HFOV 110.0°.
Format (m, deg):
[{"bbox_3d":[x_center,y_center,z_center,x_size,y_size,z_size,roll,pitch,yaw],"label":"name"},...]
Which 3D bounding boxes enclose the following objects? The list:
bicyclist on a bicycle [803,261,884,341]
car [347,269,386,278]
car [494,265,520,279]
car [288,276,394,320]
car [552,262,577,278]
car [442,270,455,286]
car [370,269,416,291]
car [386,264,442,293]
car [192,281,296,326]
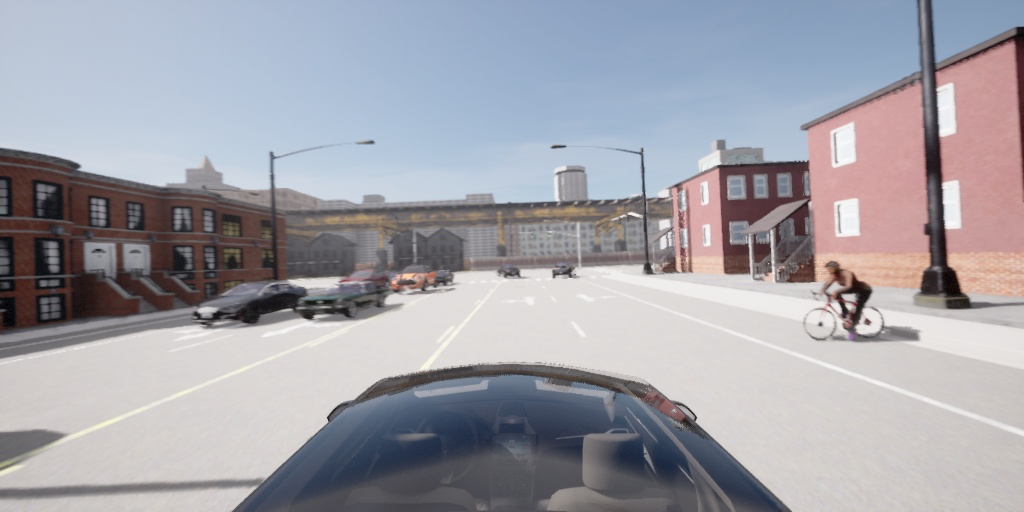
[{"bbox_3d":[6.847,0.933,7.428,1.656,1.620,0.582,-2,-1,1],"label":"bicyclist on a bicycle"},{"bbox_3d":[-10.107,1.695,24.853,1.882,1.535,5.008,-2,-1,1],"label":"car"},{"bbox_3d":[-0.456,1.668,39.311,1.812,1.442,4.674,-2,-1,-16],"label":"car"},{"bbox_3d":[-6.932,1.781,15.227,1.895,1.301,4.718,-2,-1,1],"label":"car"},{"bbox_3d":[5.252,1.355,35.774,2.128,1.511,4.902,-3,-1,17],"label":"car"},{"bbox_3d":[-6.418,1.924,31.910,1.895,1.301,4.718,-2,-1,1],"label":"car"},{"bbox_3d":[-9.969,1.955,30.531,2.128,1.511,4.902,-2,-1,2],"label":"car"},{"bbox_3d":[-6.616,1.422,24.798,2.097,1.767,4.553,-2,-1,1],"label":"car"},{"bbox_3d":[-10.445,1.817,14.782,2.128,1.511,4.902,-2,-1,1],"label":"car"}]
